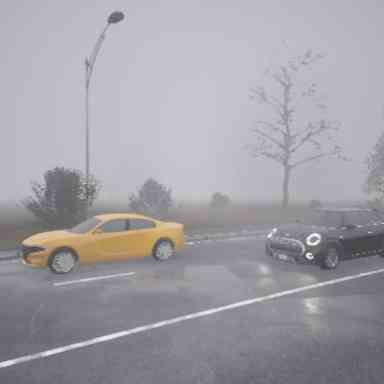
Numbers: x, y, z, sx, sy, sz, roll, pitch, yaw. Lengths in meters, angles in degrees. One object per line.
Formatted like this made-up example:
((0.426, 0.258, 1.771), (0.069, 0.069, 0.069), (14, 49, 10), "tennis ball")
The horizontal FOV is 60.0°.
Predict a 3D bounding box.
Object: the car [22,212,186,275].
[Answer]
((-2.585, 1.442, 10.536), (5.008, 1.535, 1.882), (0, 0, -33), "car")

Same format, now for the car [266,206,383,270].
((4.603, 1.317, 10.950), (4.553, 1.767, 2.097), (0, 0, -31), "car")
